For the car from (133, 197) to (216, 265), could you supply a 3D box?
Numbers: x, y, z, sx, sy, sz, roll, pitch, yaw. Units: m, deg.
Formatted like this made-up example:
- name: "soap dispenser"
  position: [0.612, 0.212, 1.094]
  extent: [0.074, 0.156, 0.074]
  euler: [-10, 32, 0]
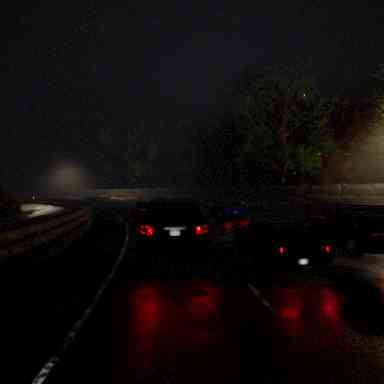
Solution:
- name: "car"
  position: [-0.776, 1.243, 11.953]
  extent: [2.150, 2.045, 5.566]
  euler: [0, 0, -6]

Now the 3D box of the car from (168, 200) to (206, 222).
- name: "car"
  position: [-0.560, 1.534, 28.408]
  extent: [2.128, 1.511, 4.902]
  euler: [0, 0, -15]

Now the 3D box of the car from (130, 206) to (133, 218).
- name: "car"
  position: [-4.113, 1.561, 28.211]
  extent: [1.837, 1.490, 4.892]
  euler: [0, 0, -15]

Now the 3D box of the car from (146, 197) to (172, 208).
- name: "car"
  position: [-5.060, 1.507, 50.355]
  extent: [1.882, 1.535, 5.008]
  euler: [0, 0, -34]

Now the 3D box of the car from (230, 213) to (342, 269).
- name: "car"
  position: [2.805, 1.607, 11.263]
  extent: [1.895, 1.301, 4.718]
  euler: [0, 0, -6]

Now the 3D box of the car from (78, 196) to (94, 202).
- name: "car"
  position: [-24.859, 1.739, 77.879]
  extent: [5.357, 1.411, 2.033]
  euler: [0, 0, 45]

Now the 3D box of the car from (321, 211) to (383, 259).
- name: "car"
  position: [6.133, 1.500, 12.699]
  extent: [1.837, 1.490, 4.892]
  euler: [0, 0, -6]

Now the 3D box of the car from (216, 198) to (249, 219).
- name: "car"
  position: [2.862, 1.513, 29.149]
  extent: [1.882, 1.535, 5.008]
  euler: [0, -1, -16]
